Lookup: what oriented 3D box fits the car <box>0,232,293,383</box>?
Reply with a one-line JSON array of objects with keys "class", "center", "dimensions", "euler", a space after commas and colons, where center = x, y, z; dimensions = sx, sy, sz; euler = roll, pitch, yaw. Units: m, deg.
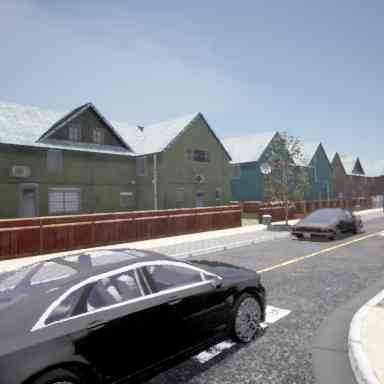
[{"class": "car", "center": [-0.862, 1.515, 4.415], "dimensions": [2.128, 1.511, 4.902], "euler": [-2, 0, 44]}]

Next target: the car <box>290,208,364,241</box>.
[{"class": "car", "center": [6.985, 1.539, 16.793], "dimensions": [2.033, 1.411, 5.357], "euler": [-2, -1, 44]}]
